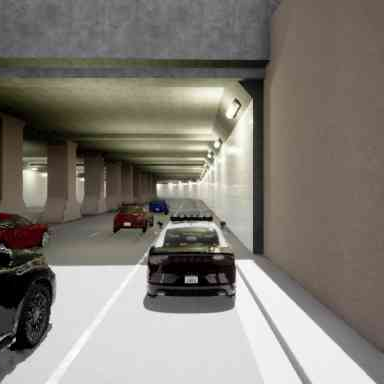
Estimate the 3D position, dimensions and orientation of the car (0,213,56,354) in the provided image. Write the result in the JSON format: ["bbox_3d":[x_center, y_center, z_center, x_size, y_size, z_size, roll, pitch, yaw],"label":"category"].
[{"bbox_3d":[-3.297,1.222,3.069,2.150,2.045,5.566,0,0,0],"label":"car"}]

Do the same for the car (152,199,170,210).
[{"bbox_3d":[-3.299,1.477,34.132,1.882,1.535,5.008,0,0,0],"label":"car"}]

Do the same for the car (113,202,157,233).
[{"bbox_3d":[-3.400,1.526,19.722,1.812,1.442,4.674,0,0,0],"label":"car"}]

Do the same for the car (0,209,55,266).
[{"bbox_3d":[-6.795,1.477,11.706,1.882,1.535,5.008,0,0,0],"label":"car"}]

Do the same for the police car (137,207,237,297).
[{"bbox_3d":[-0.012,1.425,8.760,1.930,1.638,5.238,0,0,0],"label":"police car"}]
